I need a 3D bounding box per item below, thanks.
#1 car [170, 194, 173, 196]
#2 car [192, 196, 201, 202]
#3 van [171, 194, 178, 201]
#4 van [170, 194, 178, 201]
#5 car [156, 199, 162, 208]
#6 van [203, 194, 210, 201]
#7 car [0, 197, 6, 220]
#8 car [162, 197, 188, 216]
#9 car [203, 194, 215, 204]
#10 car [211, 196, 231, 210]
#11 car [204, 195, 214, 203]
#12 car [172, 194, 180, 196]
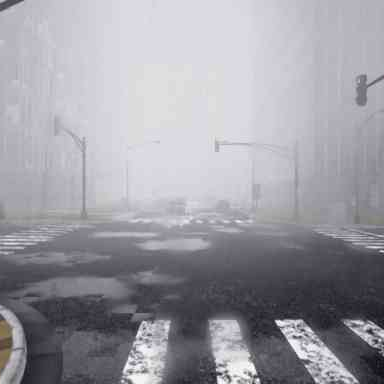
[{"bbox_3d":[-4.284,1.564,63.892,1.947,1.339,4.313,0,0,0],"label":"car"},{"bbox_3d":[0.969,1.512,73.120,1.812,1.442,4.674,0,0,0],"label":"car"},{"bbox_3d":[-4.443,1.315,86.001,1.690,1.788,3.998,0,0,0],"label":"van"},{"bbox_3d":[-4.403,1.321,80.474,1.690,1.788,3.998,0,0,0],"label":"van"},{"bbox_3d":[-4.165,1.592,47.309,1.802,1.307,4.206,0,0,0],"label":"car"},{"bbox_3d":[3.477,1.321,80.531,1.690,1.788,3.998,0,0,0],"label":"van"},{"bbox_3d":[-13.877,0.992,19.267,5.566,2.045,2.150,1,0,-2],"label":"car"},{"bbox_3d":[-1.599,1.564,33.645,2.033,1.411,5.357,0,0,0],"label":"car"},{"bbox_3d":[3.596,1.313,63.948,2.192,1.841,5.009,0,0,0],"label":"car"},{"bbox_3d":[3.804,1.579,41.840,1.947,1.339,4.313,0,0,0],"label":"car"},{"bbox_3d":[3.556,1.432,69.476,1.967,1.590,4.097,0,0,0],"label":"car"},{"bbox_3d":[-1.737,1.498,54.234,2.128,1.511,4.902,0,0,0],"label":"car"}]
